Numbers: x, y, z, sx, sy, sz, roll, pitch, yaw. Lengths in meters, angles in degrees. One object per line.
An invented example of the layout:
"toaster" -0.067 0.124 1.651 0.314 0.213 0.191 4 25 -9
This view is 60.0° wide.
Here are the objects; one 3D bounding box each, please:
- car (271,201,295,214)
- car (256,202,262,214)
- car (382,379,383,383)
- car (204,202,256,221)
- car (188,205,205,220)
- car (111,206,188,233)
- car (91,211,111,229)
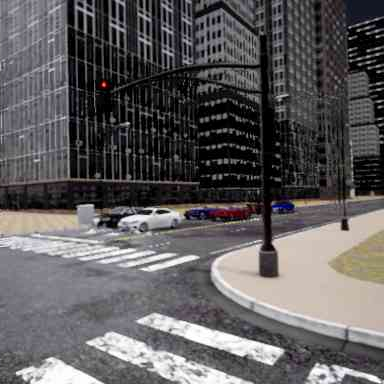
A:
"car" 10.519 1.748 38.660 1.812 1.442 4.674 -2 -1 37
"car" 7.759 1.875 40.404 1.994 1.385 4.181 -2 -1 37
"car" 3.498 1.462 1.272 4.902 1.511 2.128 -1 0 38
"car" 3.459 1.823 29.389 1.895 1.301 4.718 -2 -1 37
"car" 1.212 1.912 31.805 1.895 1.301 4.718 -2 -1 37
"car" -2.602 1.747 21.419 1.812 1.442 4.674 -2 -1 37
"car" -4.865 1.801 23.811 2.128 1.511 4.902 -2 -1 37
